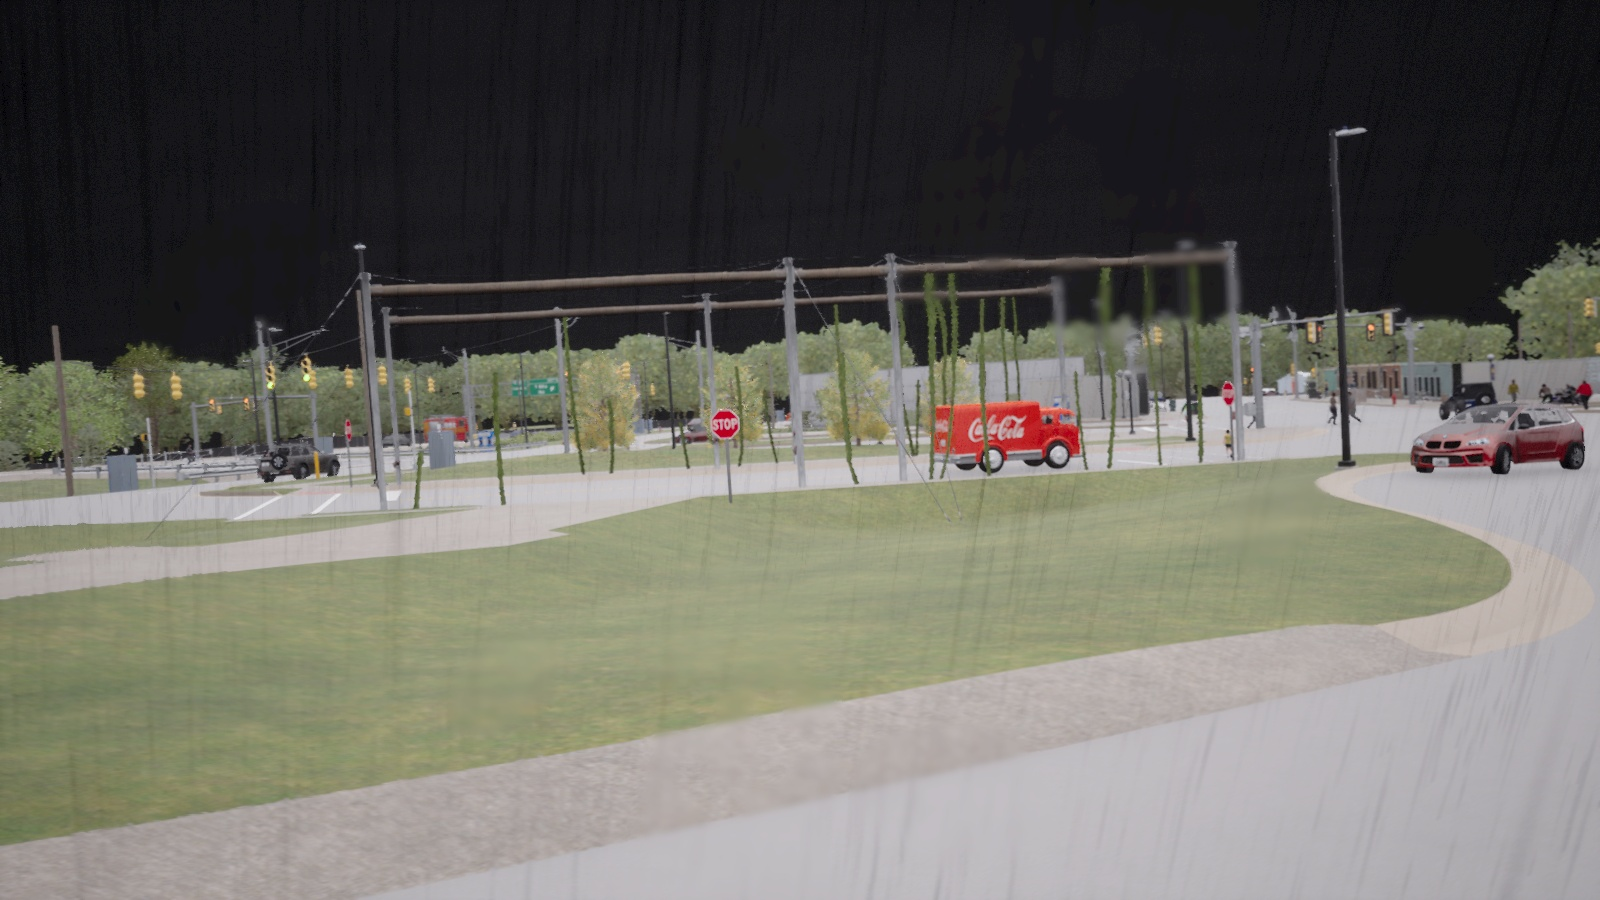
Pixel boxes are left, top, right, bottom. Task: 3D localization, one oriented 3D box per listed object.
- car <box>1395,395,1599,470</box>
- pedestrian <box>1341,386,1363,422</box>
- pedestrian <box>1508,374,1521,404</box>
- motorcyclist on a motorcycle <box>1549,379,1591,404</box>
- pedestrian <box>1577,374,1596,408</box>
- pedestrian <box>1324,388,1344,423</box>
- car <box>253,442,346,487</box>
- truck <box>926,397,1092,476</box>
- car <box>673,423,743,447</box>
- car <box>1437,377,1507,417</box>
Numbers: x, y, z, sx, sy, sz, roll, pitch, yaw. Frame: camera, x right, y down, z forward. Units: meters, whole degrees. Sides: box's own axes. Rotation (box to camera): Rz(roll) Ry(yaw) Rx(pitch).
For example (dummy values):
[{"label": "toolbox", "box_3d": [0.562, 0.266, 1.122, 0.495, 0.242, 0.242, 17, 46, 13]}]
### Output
[{"label": "car", "box_3d": [17.000, -0.443, 30.607, 4.611, 1.667, 2.242, -2, 1, -30]}, {"label": "pedestrian", "box_3d": [30.697, -2.549, 69.790, 0.873, 1.952, 0.659, -4, 3, 7]}, {"label": "pedestrian", "box_3d": [44.579, -3.801, 78.358, 0.431, 1.840, 0.709, -3, 3, 11]}, {"label": "motorcyclist on a motorcycle", "box_3d": [51.298, -3.896, 83.652, 2.191, 1.530, 0.866, -2, 2, 8]}, {"label": "pedestrian", "box_3d": [43.783, -3.276, 69.905, 0.634, 1.844, 0.899, -3, 3, 20]}, {"label": "pedestrian", "box_3d": [28.937, -2.406, 68.103, 0.869, 1.805, 0.328, -4, 3, -1]}, {"label": "car", "box_3d": [-23.987, 0.651, 60.403, 1.932, 1.855, 4.605, -3, 1, 9]}, {"label": "truck", "box_3d": [7.507, -0.544, 45.336, 5.204, 2.467, 2.627, -4, 3, -16]}, {"label": "car", "box_3d": [-6.853, -1.140, 93.775, 4.792, 1.488, 2.163, -3, 2, 6]}, {"label": "car", "box_3d": [34.401, -2.672, 64.417, 1.905, 1.878, 3.866, -3, 1, 9]}]
